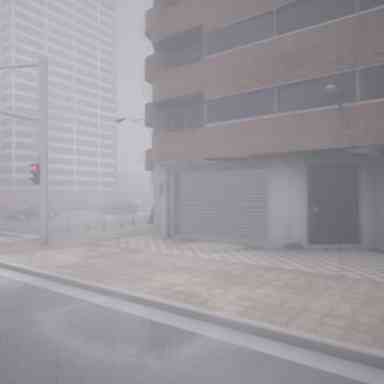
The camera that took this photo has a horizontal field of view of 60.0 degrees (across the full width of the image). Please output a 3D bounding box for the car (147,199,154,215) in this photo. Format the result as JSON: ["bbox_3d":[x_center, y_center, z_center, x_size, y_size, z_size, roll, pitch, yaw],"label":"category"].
[{"bbox_3d":[-1.397,1.634,29.939,1.882,1.535,5.008,-1,0,36],"label":"car"}]

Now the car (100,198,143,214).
[{"bbox_3d":[-8.407,1.746,38.497,1.837,1.490,4.892,-1,0,36],"label":"car"}]

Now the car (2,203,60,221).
[{"bbox_3d":[-14.459,1.741,30.098,1.837,1.490,4.892,-1,0,36],"label":"car"}]
